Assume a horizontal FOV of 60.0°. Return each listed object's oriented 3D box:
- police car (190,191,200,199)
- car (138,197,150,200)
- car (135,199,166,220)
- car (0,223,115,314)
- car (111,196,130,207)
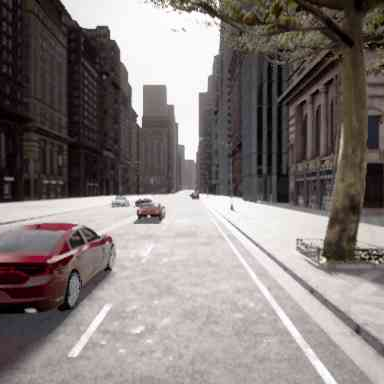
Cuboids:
[{"bbox_3d":[0.970,1.075,86.340,1.930,1.638,5.238,0,0,0],"label":"police car"},{"bbox_3d":[-6.587,1.405,45.384,1.895,1.301,4.718,0,0,0],"label":"car"},{"bbox_3d":[-3.152,1.485,26.598,1.895,1.301,4.718,0,0,0],"label":"car"},{"bbox_3d":[-3.152,1.444,7.679,1.882,1.535,5.008,0,0,0],"label":"car"},{"bbox_3d":[-9.834,1.328,45.931,1.812,1.442,4.674,0,0,0],"label":"car"}]
